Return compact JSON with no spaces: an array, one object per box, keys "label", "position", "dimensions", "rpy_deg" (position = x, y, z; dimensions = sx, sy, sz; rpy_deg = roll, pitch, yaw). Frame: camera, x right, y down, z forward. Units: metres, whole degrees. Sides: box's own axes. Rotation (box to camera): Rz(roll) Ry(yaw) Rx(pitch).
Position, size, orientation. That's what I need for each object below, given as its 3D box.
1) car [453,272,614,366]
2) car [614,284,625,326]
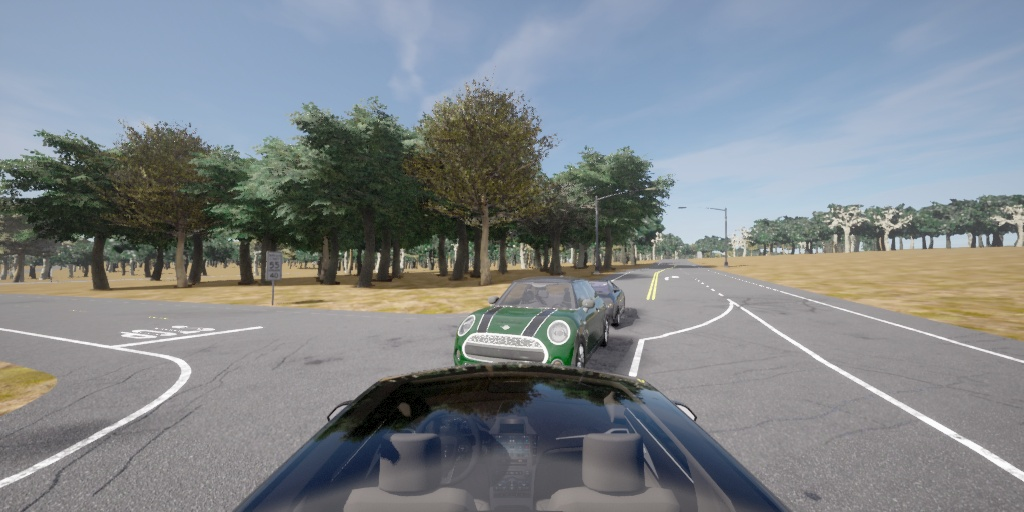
[{"label":"car","position":[0.686,1.222,7.430],"dimensions":[2.097,1.767,4.553],"rpy_deg":[-1,-2,22]},{"label":"car","position":[2.913,1.553,12.861],"dimensions":[1.994,1.385,4.181],"rpy_deg":[-2,0,22]}]
